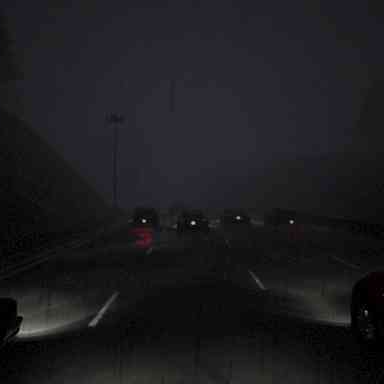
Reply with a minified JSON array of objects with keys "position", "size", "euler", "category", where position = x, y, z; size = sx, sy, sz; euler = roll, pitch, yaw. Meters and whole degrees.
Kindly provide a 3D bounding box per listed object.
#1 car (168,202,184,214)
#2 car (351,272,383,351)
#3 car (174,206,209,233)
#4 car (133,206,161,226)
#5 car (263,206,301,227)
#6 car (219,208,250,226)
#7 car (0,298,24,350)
[{"position":[-2.061,2.083,43.253],"size":[2.128,1.511,4.902],"euler":[0,-1,-10],"category":"car"},{"position":[3.600,1.401,3.510],"size":[2.097,1.767,4.553],"euler":[0,-1,0],"category":"car"},{"position":[0.028,1.865,21.934],"size":[1.994,1.385,4.181],"euler":[0,-1,-1],"category":"car"},{"position":[-3.639,1.873,26.779],"size":[1.837,1.490,4.892],"euler":[0,0,-3],"category":"car"},{"position":[6.901,1.860,25.828],"size":[1.837,1.490,4.892],"euler":[0,0,-3],"category":"car"},{"position":[3.349,1.930,26.730],"size":[1.994,1.385,4.181],"euler":[0,-1,-3],"category":"car"},{"position":[-3.400,1.582,2.421],"size":[2.033,1.411,5.357],"euler":[0,-1,0],"category":"car"}]
